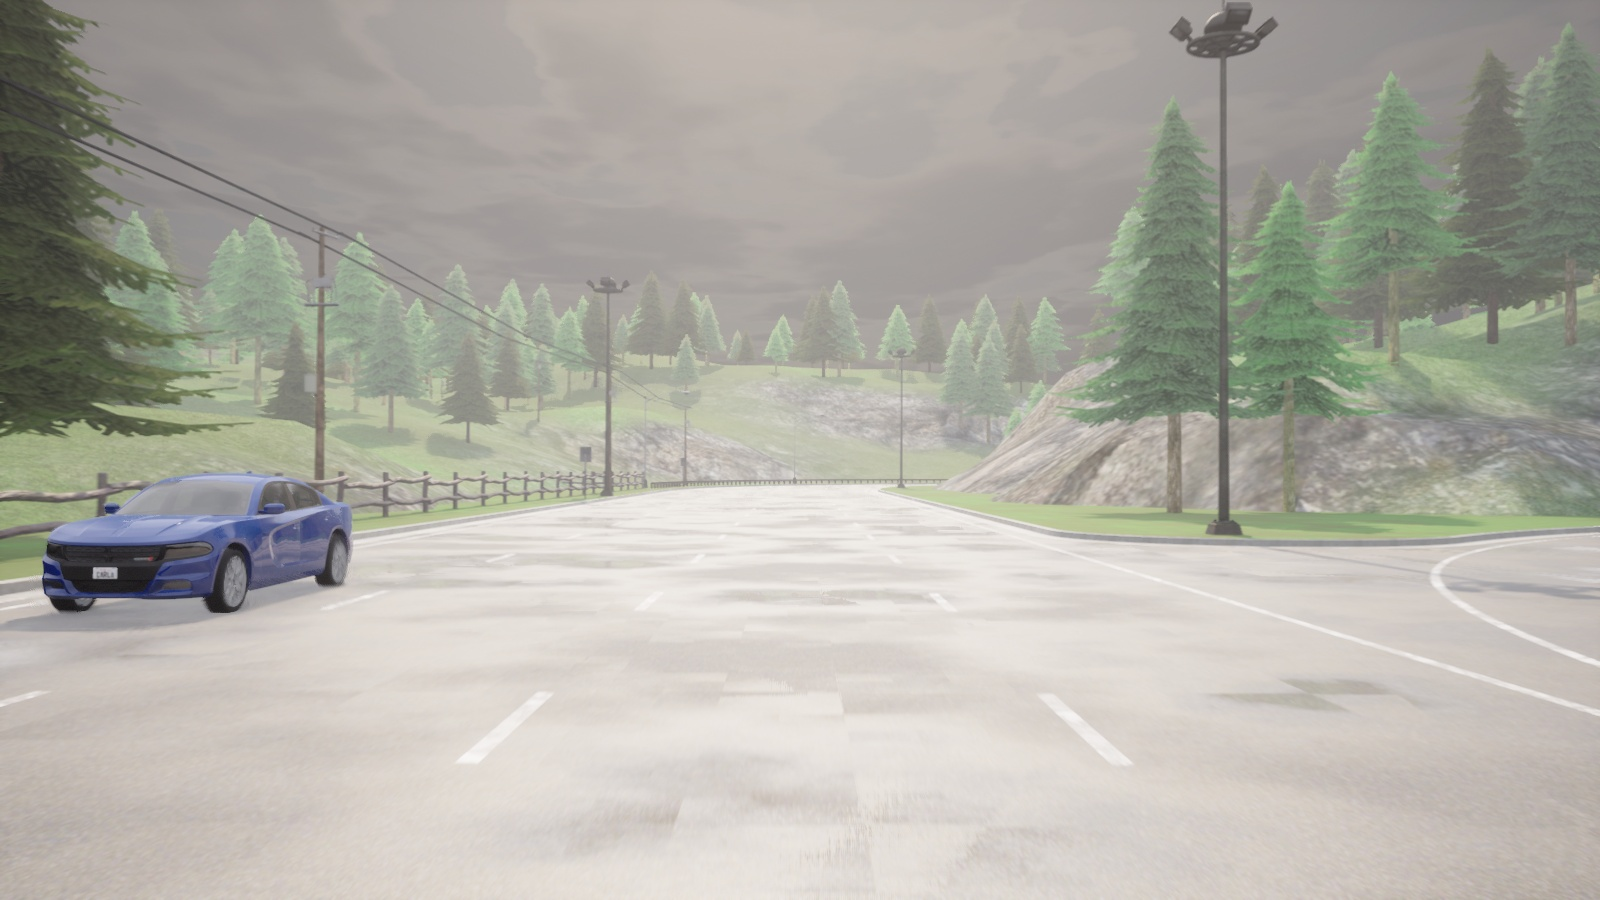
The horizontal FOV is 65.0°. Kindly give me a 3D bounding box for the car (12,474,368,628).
[{"bbox_3d":[-7.036,1.075,15.216,1.882,1.535,5.008,0,-1,0],"label":"car"}]
